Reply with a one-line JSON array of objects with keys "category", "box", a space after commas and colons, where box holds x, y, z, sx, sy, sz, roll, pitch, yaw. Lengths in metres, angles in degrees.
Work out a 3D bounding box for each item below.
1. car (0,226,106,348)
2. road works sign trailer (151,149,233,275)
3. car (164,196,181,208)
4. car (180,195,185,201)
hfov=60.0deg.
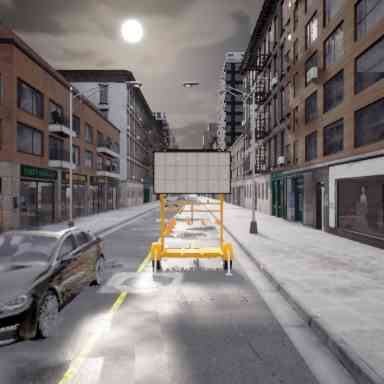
[{"category": "car", "box": [-3.097, 1.492, 6.591, 2.128, 1.511, 4.902, 0, 0, 0]}, {"category": "road works sign trailer", "box": [0.004, 0.466, 10.393, 2.380, 3.560, 2.880, 0, 0, 0]}, {"category": "car", "box": [-3.076, 1.576, 49.455, 1.812, 1.442, 4.674, 0, 0, 0]}, {"category": "car", "box": [-2.962, 1.690, 94.636, 2.033, 1.411, 5.357, 0, 0, 0]}]
